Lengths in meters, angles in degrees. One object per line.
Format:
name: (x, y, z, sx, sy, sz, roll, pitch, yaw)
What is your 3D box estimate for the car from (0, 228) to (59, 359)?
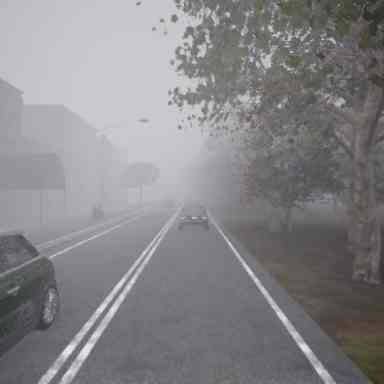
car: (-3.349, 1.352, 3.863, 2.097, 1.767, 4.553, 0, 0, 0)

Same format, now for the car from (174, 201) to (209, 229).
car: (0.103, 1.542, 21.679, 2.033, 1.411, 5.357, 0, 0, 0)

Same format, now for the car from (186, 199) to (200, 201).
car: (0.107, 1.544, 42.657, 1.994, 1.385, 4.181, 0, 0, 0)

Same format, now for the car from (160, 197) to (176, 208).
car: (-3.319, 1.484, 46.797, 1.837, 1.490, 4.892, 0, 0, 0)
